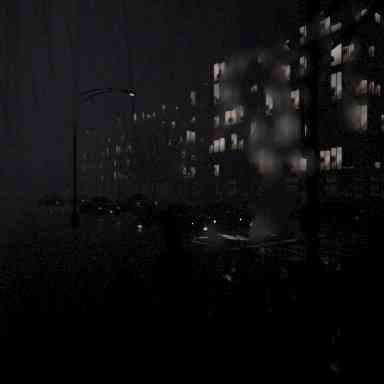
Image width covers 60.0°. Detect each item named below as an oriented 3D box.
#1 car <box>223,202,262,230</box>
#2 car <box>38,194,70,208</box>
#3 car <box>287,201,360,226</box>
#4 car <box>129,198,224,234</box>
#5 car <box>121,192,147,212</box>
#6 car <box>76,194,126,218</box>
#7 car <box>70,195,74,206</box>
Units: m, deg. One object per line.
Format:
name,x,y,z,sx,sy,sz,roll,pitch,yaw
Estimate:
car,1.603,1.289,19.683,2.033,1.411,5.357,0,1,-36
car,-14.902,0.896,35.377,1.994,1.385,4.181,0,1,-38
car,8.471,1.307,21.739,1.812,1.442,4.674,0,1,-38
car,-1.003,1.292,17.685,2.033,1.411,5.357,0,1,-38
car,-4.585,0.911,27.486,2.097,1.767,4.553,0,1,-38
car,-7.178,1.087,25.519,1.812,1.442,4.674,0,1,-38
car,-12.254,0.932,37.264,1.895,1.301,4.718,0,1,-38
